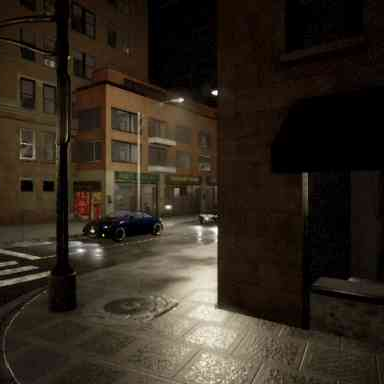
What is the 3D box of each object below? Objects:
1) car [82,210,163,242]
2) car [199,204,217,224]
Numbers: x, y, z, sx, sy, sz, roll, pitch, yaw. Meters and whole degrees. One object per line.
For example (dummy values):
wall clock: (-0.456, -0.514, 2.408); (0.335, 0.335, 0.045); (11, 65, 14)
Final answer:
car: (-3.353, 1.595, 16.704); (1.994, 1.385, 4.181); (0, 0, 35)
car: (2.362, 1.580, 24.711); (1.812, 1.442, 4.674); (0, 0, 35)
